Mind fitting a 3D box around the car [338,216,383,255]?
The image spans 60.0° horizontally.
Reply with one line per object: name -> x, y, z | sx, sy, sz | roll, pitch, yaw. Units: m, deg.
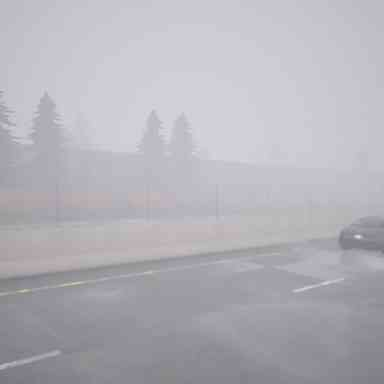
car -> 7.978, 1.696, 13.861 | 4.181, 1.385, 1.994 | 1, 0, -36
